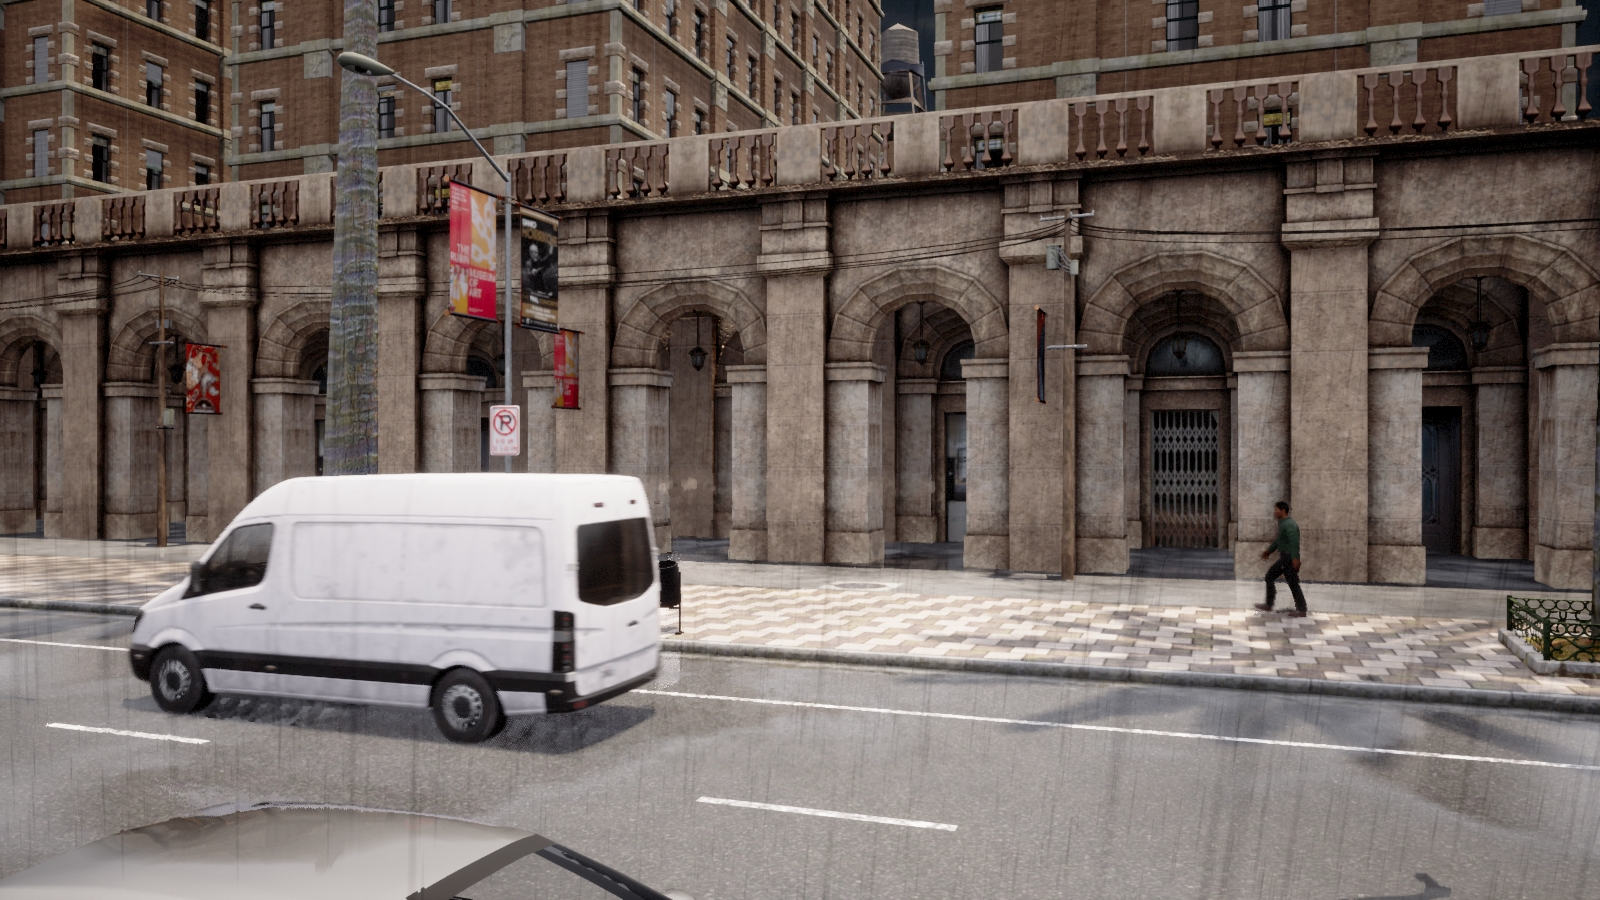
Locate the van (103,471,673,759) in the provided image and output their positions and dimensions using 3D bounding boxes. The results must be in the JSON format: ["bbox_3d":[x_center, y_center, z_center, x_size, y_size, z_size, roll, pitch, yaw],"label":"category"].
[{"bbox_3d":[-4.486,1.538,12.380,5.915,2.561,1.988,0,0,20],"label":"van"}]

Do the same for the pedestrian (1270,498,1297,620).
[{"bbox_3d":[7.574,1.697,17.894,0.375,1.860,0.375,0,0,20],"label":"pedestrian"}]

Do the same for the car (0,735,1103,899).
[{"bbox_3d":[-1.248,2.067,3.754,4.193,1.474,1.816,0,0,20],"label":"car"}]
